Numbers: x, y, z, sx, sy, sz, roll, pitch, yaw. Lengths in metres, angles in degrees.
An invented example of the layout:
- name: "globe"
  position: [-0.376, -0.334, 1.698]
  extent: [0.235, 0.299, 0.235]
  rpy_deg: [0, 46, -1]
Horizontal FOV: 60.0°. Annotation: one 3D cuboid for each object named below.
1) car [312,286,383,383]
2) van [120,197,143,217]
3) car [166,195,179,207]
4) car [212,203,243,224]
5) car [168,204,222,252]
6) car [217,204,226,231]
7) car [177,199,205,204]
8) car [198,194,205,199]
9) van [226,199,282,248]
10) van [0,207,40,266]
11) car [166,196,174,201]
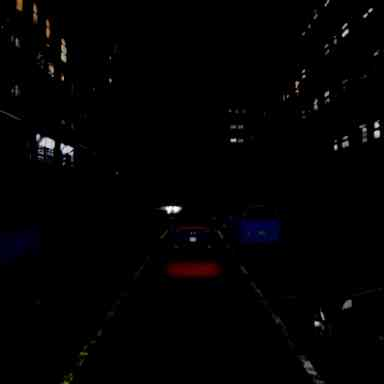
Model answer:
- name: "car"
  position: [2.694, 1.568, 3.308]
  extent: [1.947, 1.339, 4.313]
  rpy_deg: [0, 0, 0]
- name: "van"
  position: [-5.693, 1.371, 31.616]
  extent: [1.690, 1.788, 3.998]
  rpy_deg: [0, 0, 0]
- name: "car"
  position: [-3.060, 1.558, 53.680]
  extent: [2.128, 1.511, 4.902]
  rpy_deg: [0, 0, 1]
- name: "car"
  position: [2.687, 1.589, 25.958]
  extent: [1.947, 1.339, 4.313]
  rpy_deg: [0, 0, 0]
- name: "car"
  position: [0.052, 1.488, 14.080]
  extent: [1.882, 1.535, 5.008]
  rpy_deg: [0, 0, 0]
- name: "car"
  position: [2.690, 1.582, 20.295]
  extent: [1.947, 1.339, 4.313]
  rpy_deg: [0, 0, 0]
- name: "car"
  position: [0.040, 1.590, 28.122]
  extent: [1.994, 1.385, 4.181]
  rpy_deg: [0, 0, 0]
- name: "car"
  position: [2.669, 1.706, 92.298]
  extent: [1.887, 1.381, 4.507]
  rpy_deg: [0, 0, 0]
- name: "van"
  position: [2.692, 1.352, 14.634]
  extent: [1.690, 1.788, 3.998]
  rpy_deg: [0, 0, 0]
- name: "van"
  position: [-5.687, 1.347, 8.969]
  extent: [1.690, 1.788, 3.998]
  rpy_deg: [0, 0, 0]
- name: "car"
  position: [-5.710, 1.711, 86.666]
  extent: [1.947, 1.339, 4.313]
  rpy_deg: [0, 0, 0]
